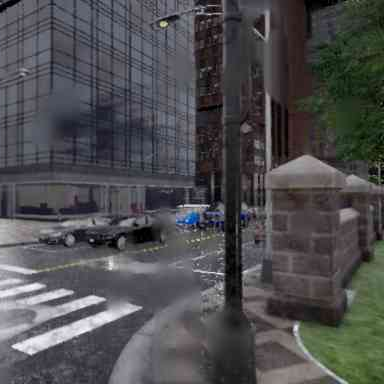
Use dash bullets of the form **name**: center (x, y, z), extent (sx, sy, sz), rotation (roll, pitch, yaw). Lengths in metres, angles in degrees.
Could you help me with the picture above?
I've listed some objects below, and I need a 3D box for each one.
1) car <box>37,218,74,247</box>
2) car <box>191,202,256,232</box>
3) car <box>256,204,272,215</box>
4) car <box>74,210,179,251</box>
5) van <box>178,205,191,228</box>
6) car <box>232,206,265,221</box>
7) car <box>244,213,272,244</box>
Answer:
- **car**: center (-5.662, 1.935, 17.068), extent (2.008, 1.369, 4.403), rotation (-1, -2, 32)
- **car**: center (2.507, 1.764, 24.960), extent (2.150, 2.045, 5.566), rotation (-1, -2, 33)
- **car**: center (8.087, 2.054, 33.738), extent (2.097, 1.767, 4.553), rotation (-1, -1, 32)
- **car**: center (-2.956, 1.845, 16.351), extent (1.882, 1.535, 5.008), rotation (-1, -1, 33)
- **van**: center (0.258, 1.915, 26.401), extent (1.690, 1.788, 3.998), rotation (-1, -2, 32)
- **car**: center (6.180, 2.289, 35.727), extent (1.887, 1.381, 4.507), rotation (-1, -1, 32)
- **car**: center (4.504, 1.962, 17.173), extent (1.802, 1.307, 4.206), rotation (-1, -2, 32)
